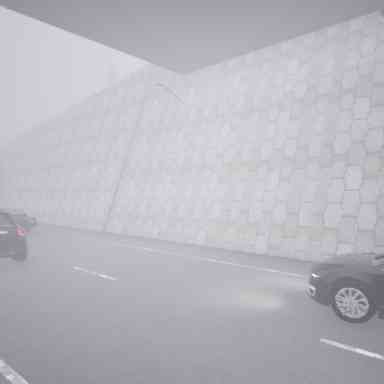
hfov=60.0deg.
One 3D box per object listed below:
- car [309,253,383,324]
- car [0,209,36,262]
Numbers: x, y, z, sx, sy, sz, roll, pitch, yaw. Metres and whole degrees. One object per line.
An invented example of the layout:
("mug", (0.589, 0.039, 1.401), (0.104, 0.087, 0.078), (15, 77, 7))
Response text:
("car", (4.412, 1.505, 5.351), (4.892, 1.490, 1.837), (0, 0, 42))
("car", (-7.378, 1.350, 11.145), (4.553, 1.767, 2.097), (0, 0, 42))
